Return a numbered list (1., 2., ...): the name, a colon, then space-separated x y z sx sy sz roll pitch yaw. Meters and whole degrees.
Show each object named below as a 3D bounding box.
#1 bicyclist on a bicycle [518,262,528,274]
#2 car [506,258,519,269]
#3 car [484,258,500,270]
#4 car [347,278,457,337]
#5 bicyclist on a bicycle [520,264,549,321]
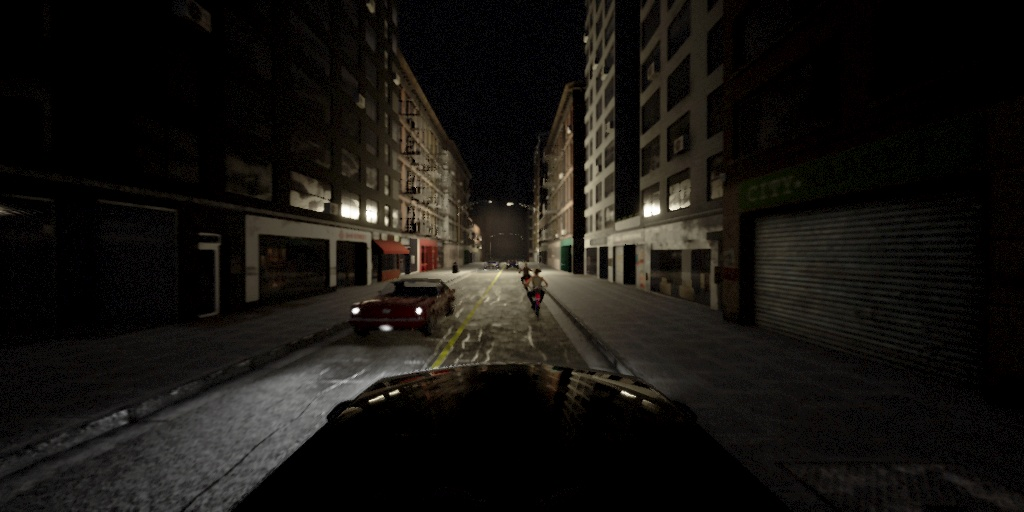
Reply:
1. bicyclist on a bicycle: 0.761 1.147 19.498 0.866 1.612 1.509 0 0 0
2. car: 0.076 1.257 54.172 1.895 1.301 4.718 0 0 0
3. car: -2.829 1.011 51.418 2.097 1.767 4.553 0 0 0
4. car: -2.852 1.330 10.346 1.895 1.301 4.718 0 0 0
5. bicyclist on a bicycle: 0.779 1.164 11.375 0.866 1.612 1.509 0 0 0
